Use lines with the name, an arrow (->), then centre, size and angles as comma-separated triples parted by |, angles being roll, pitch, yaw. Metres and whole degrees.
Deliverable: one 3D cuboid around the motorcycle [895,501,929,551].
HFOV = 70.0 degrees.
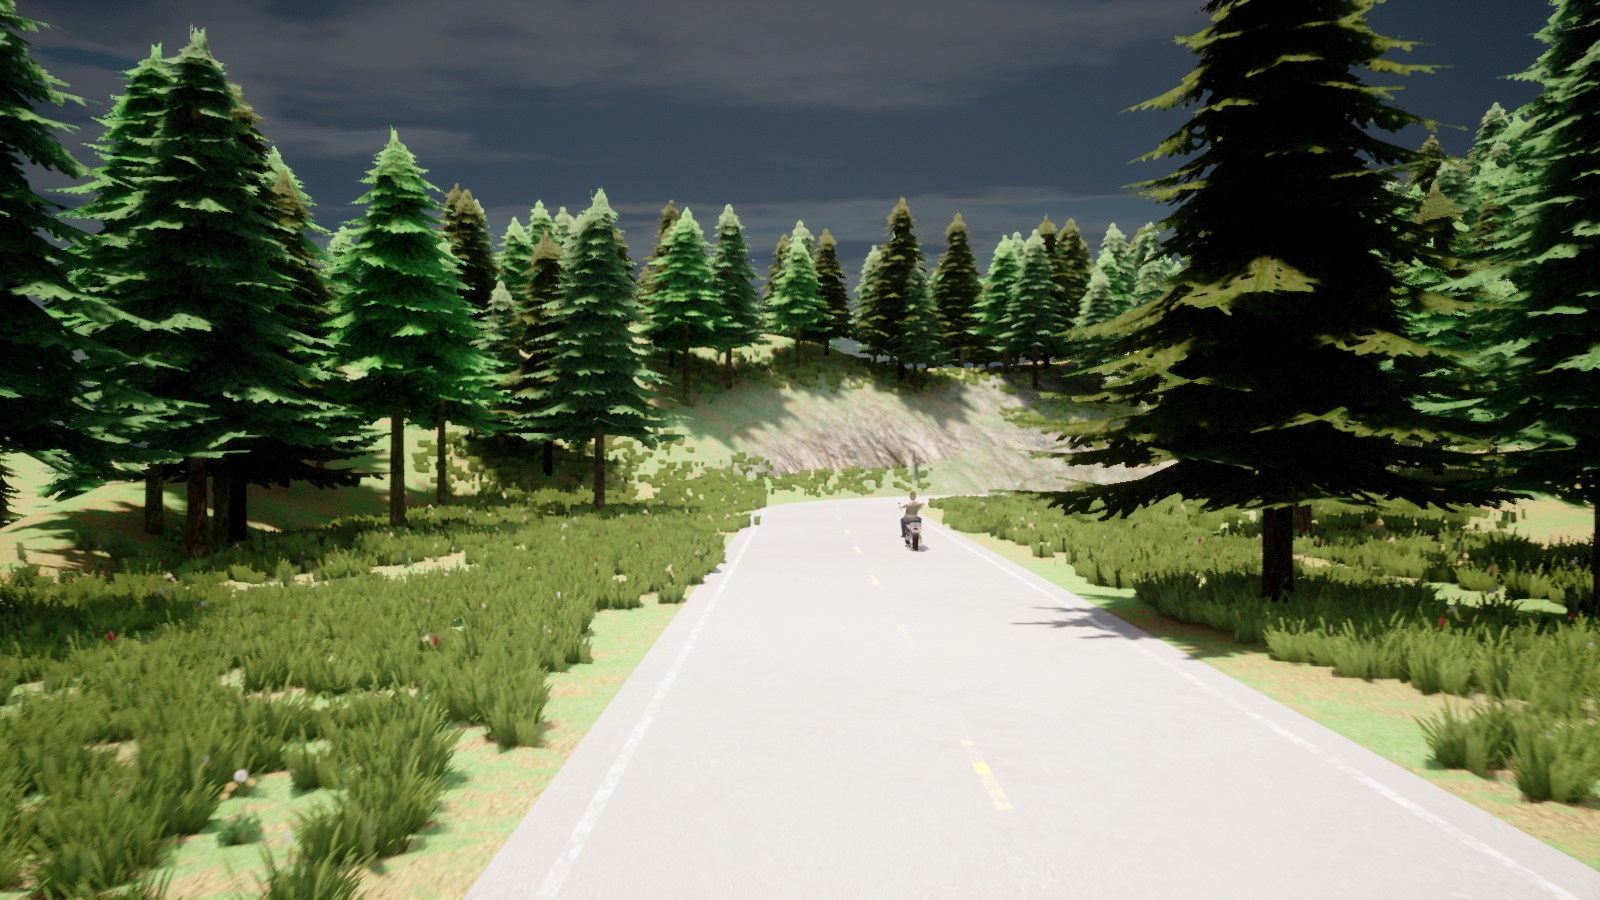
motorcycle -> 3.194, 2.163, 32.796 | 0.764, 1.277, 2.356 | 0, 0, 0
